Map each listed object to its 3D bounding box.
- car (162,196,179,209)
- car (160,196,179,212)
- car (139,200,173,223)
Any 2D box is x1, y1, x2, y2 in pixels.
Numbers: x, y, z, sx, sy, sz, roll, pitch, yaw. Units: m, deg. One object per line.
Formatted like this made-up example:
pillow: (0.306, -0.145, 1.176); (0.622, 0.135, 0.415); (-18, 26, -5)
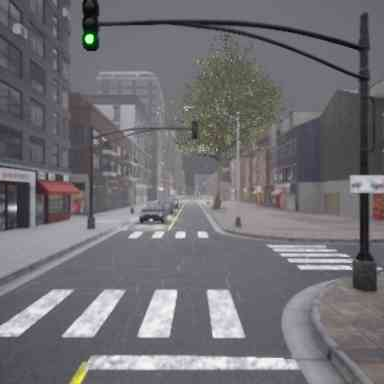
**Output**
car: (-2.886, 1.395, 45.606); (2.097, 1.767, 4.553); (0, 0, 0)
car: (-2.885, 1.522, 35.642); (2.128, 1.511, 4.902); (0, 0, 0)
car: (-2.879, 1.568, 25.882); (2.033, 1.411, 5.357); (0, 0, 0)
